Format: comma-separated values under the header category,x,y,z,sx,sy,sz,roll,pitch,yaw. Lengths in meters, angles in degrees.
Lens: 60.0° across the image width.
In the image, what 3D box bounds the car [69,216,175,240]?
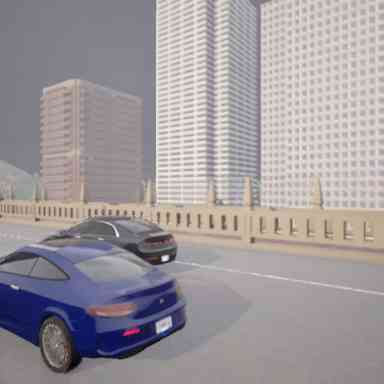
category,x,y,z,sx,sy,sz,roll,pitch,yaw
car,-2.677,1.502,10.205,4.892,1.490,1.837,0,0,36

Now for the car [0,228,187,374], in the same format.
category,x,y,z,sx,sy,sz,roll,pitch,yaw
car,-2.229,1.524,5.583,4.674,1.442,1.812,0,0,36
